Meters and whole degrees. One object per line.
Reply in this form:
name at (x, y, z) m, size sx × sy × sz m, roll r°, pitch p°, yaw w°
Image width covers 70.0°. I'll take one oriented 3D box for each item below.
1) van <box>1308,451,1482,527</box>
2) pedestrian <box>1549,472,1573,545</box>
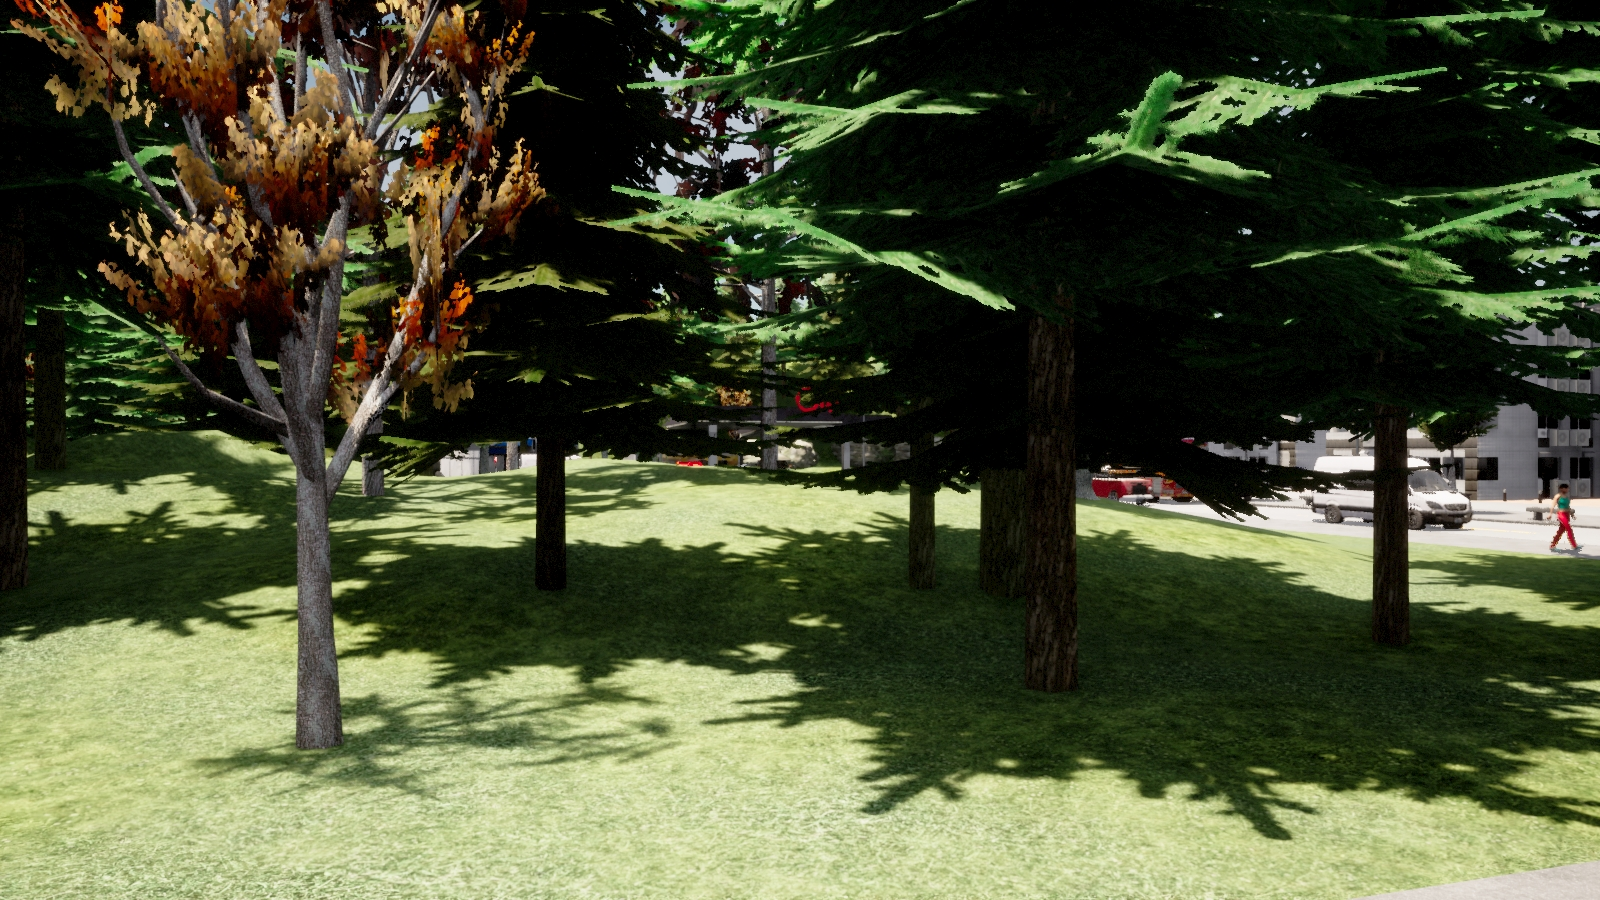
van at (21.528, 1.314, 41.718) m, size 1.988 × 2.561 × 5.915 m, roll 0°, pitch 0°, yaw -18°
pedestrian at (19.900, 1.523, 29.889) m, size 0.375 × 1.860 × 0.375 m, roll 0°, pitch 0°, yaw -20°
